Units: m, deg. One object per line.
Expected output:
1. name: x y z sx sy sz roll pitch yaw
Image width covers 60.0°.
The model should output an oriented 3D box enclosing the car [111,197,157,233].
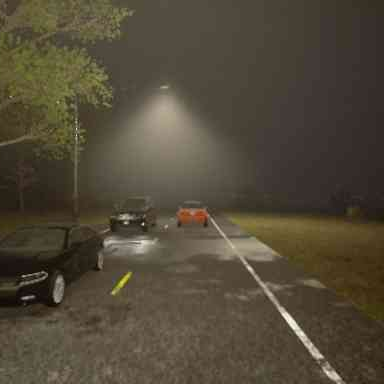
1. car: -3.561 1.344 21.128 2.150 2.045 5.566 0 0 2

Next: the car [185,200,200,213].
1. car: 0.031 1.783 42.264 1.812 1.442 4.674 0 0 0

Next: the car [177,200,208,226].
1. car: 0.045 1.499 24.702 2.097 1.767 4.553 0 0 0

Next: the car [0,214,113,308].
1. car: -3.604 1.527 8.328 1.882 1.535 5.008 0 0 0
